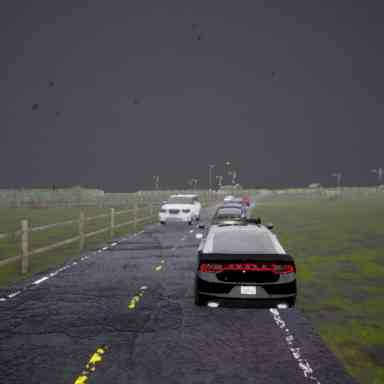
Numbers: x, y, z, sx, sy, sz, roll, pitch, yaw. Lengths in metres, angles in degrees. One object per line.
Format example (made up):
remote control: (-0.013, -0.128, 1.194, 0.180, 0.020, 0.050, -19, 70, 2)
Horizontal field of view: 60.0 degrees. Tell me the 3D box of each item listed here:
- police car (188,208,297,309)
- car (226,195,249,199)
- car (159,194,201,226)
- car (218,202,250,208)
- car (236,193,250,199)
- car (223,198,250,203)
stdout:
police car: (1.098, 1.423, 8.093, 1.930, 1.638, 5.238, 0, 0, 4)
car: (5.658, 1.438, 41.184, 1.882, 1.535, 5.008, 0, 0, 12)
car: (-0.698, 1.205, 23.712, 2.150, 2.045, 5.566, 0, 0, 10)
car: (2.050, 1.494, 17.784, 1.837, 1.490, 4.892, 0, 0, 8)
car: (7.755, 1.168, 51.290, 2.150, 2.045, 5.566, 0, 0, 12)
car: (2.947, 1.460, 23.625, 1.882, 1.535, 5.008, 0, 0, 10)
